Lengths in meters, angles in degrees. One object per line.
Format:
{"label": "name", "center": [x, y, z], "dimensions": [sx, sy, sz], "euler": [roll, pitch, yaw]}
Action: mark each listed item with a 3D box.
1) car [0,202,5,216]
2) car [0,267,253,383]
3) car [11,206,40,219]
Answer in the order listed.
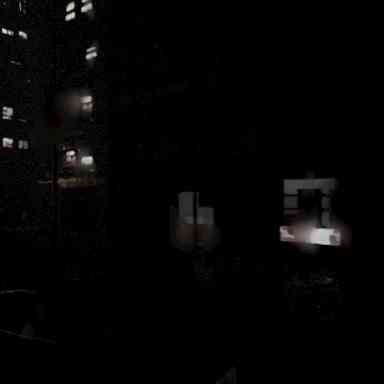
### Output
{"label": "car", "center": [-21.058, 1.852, 32.532], "dimensions": [2.192, 1.841, 5.009], "euler": [-1, -2, 35]}
{"label": "car", "center": [-1.418, 1.589, 3.884], "dimensions": [4.313, 1.339, 1.947], "euler": [-1, 0, 35]}
{"label": "car", "center": [-17.765, 2.185, 37.173], "dimensions": [1.887, 1.381, 4.507], "euler": [-1, -2, 35]}
